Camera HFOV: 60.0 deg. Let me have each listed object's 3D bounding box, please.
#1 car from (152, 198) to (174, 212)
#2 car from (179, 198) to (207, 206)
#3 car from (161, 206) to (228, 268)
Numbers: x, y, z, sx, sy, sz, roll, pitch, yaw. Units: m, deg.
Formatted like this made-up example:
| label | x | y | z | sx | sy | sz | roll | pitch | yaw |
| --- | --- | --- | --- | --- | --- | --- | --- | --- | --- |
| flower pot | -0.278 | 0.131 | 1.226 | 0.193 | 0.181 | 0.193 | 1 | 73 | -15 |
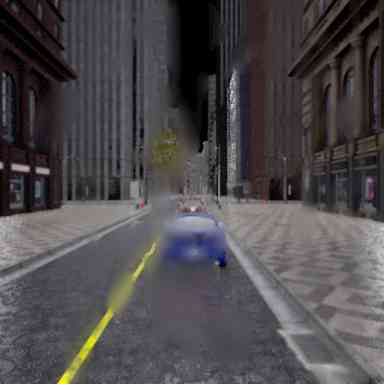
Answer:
| label | x | y | z | sx | sy | sz | roll | pitch | yaw |
| --- | --- | --- | --- | --- | --- | --- | --- | --- | --- |
| car | -3.073 | 1.391 | 36.665 | 1.812 | 1.442 | 4.674 | 0 | 0 | 0 |
| car | 0.070 | 1.252 | 26.049 | 2.097 | 1.767 | 4.553 | 0 | 0 | 0 |
| car | 0.069 | 1.435 | 11.136 | 1.882 | 1.535 | 5.008 | 0 | 0 | 0 |
